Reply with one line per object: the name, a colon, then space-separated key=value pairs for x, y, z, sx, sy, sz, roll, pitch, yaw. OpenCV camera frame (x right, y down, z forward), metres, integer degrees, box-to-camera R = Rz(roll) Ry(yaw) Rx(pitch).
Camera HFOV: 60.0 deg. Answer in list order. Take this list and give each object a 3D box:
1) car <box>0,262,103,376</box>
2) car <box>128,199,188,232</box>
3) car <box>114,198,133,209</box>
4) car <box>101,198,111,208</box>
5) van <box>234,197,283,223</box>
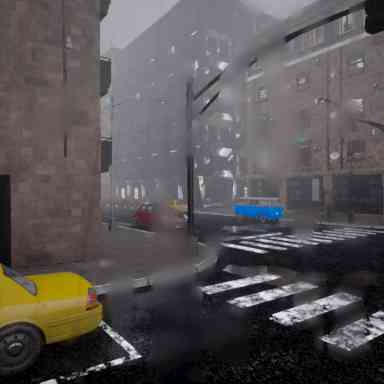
car: x=-3.591 y=1.525 z=4.003 sx=4.829 sy=1.417 sz=1.752 roll=0 pitch=0 yaw=-36
car: x=-1.892 y=1.441 z=20.003 sx=1.967 sy=1.590 sz=4.097 roll=0 pitch=0 yaw=-36
car: x=-8.415 y=1.463 z=43.234 sx=1.887 sy=1.381 sz=4.507 roll=-1 pitch=0 yaw=-36
car: x=-11.743 y=1.463 z=47.814 sx=1.887 sy=1.381 sz=4.507 roll=-1 pitch=0 yaw=-36
van: x=4.898 y=1.280 z=24.914 sx=1.690 sy=1.788 sz=3.998 roll=0 pitch=0 yaw=-36
